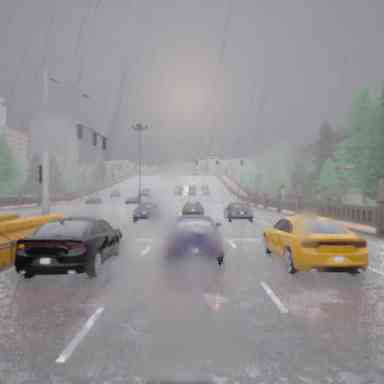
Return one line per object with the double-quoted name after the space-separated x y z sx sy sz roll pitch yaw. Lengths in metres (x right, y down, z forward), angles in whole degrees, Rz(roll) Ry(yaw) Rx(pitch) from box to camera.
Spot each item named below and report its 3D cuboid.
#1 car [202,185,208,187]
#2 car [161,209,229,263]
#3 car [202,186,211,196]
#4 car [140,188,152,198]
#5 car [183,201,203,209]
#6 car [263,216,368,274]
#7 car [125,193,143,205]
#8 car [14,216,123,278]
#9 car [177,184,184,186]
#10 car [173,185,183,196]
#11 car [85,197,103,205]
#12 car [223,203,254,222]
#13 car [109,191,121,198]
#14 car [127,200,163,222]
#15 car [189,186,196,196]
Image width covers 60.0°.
3.651 -1.297 90.050 2.033 1.411 5.357 0 7 0 "car"
0.082 1.532 11.809 1.812 1.442 4.674 0 0 0 "car"
3.595 0.088 80.071 1.895 1.301 4.718 0 7 0 "car"
-10.434 0.243 75.062 2.150 2.045 5.566 0 4 0 "car"
0.097 1.581 31.830 1.994 1.385 4.181 0 0 0 "car"
3.579 1.484 10.552 1.882 1.535 5.008 0 0 0 "car"
-10.530 1.506 58.927 2.033 1.411 5.357 0 1 1 "car"
-3.432 1.483 10.206 1.882 1.535 5.008 0 -1 -1 "car"
-3.349 -1.359 90.082 1.882 1.535 5.008 0 7 0 "car"
-3.405 -0.003 80.069 1.837 1.490 4.892 0 7 0 "car"
-17.524 1.546 59.410 1.895 1.301 4.718 0 1 1 "car"
3.587 1.562 26.267 2.033 1.411 5.357 0 0 0 "car"
-17.431 0.486 75.535 1.837 1.490 4.892 0 4 0 "car"
-3.413 1.562 26.273 2.033 1.411 5.357 0 0 0 "car"
0.092 0.078 79.638 2.033 1.411 5.357 0 7 0 "car"
